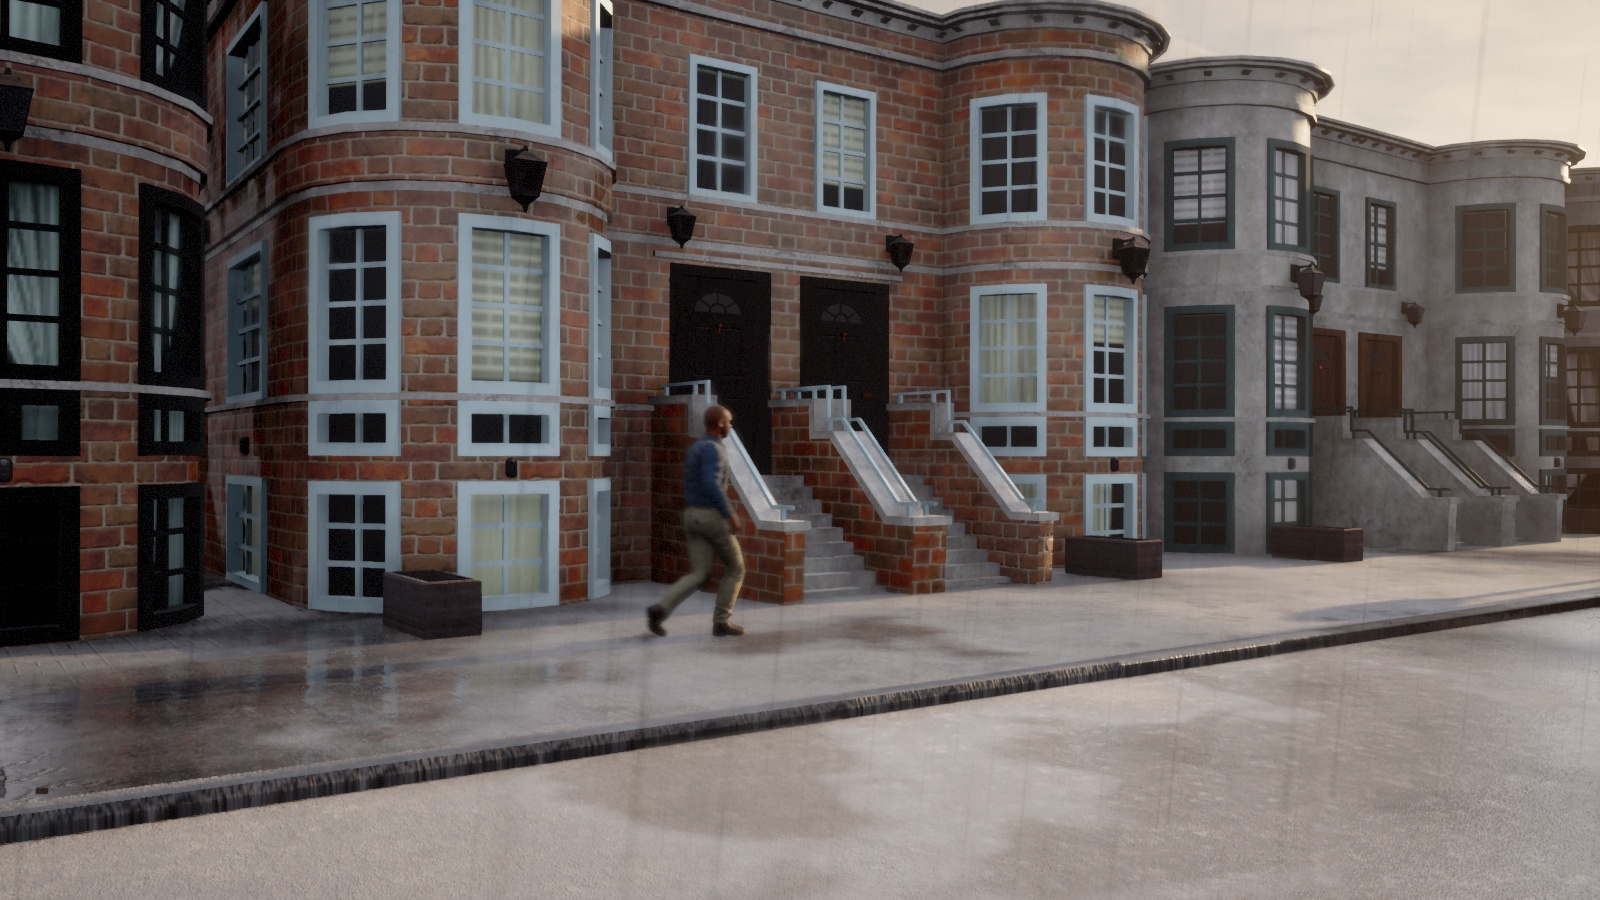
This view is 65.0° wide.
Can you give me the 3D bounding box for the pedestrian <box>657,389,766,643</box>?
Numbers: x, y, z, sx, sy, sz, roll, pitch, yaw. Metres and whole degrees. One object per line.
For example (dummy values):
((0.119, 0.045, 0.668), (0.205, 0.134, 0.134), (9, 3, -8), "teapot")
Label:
((-0.662, 0.479, 9.437), (0.726, 1.835, 0.370), (0, 0, -31), "pedestrian")
